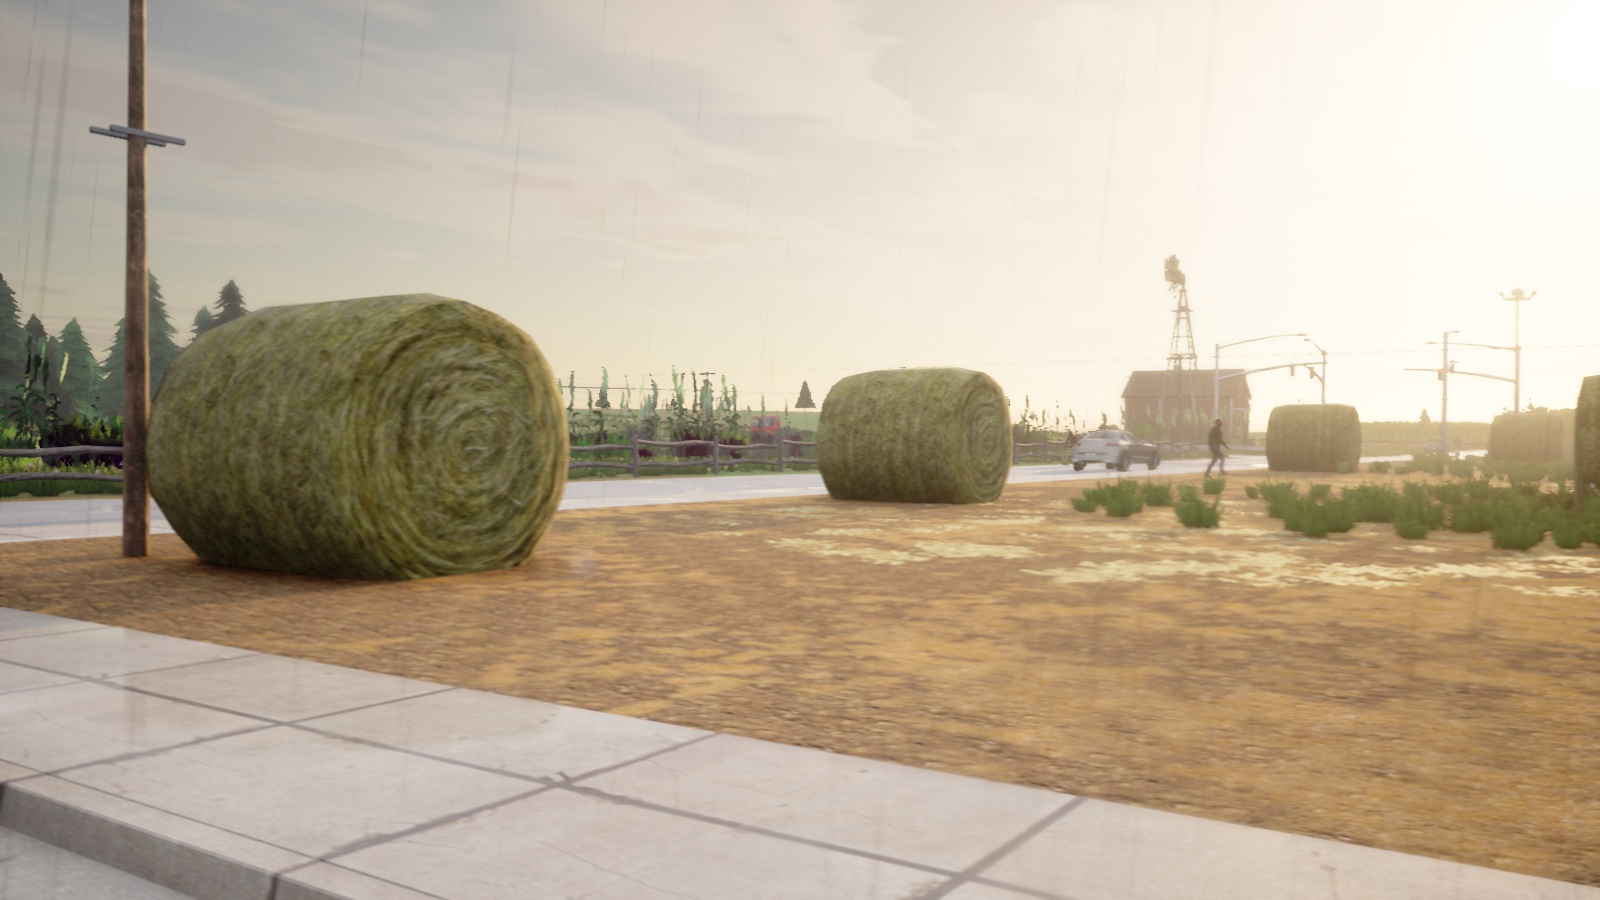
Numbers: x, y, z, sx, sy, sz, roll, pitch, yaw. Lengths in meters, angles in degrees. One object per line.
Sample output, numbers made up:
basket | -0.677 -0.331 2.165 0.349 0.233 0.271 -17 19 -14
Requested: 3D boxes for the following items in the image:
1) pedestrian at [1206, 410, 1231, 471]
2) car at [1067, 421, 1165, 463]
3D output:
pedestrian | 12.640 -0.286 37.947 0.353 1.847 0.614 -1 1 -44
car | 12.971 -0.352 51.366 2.152 1.651 5.027 0 1 36
